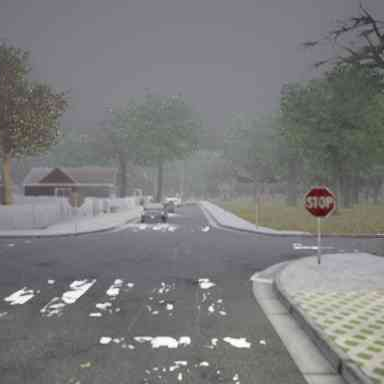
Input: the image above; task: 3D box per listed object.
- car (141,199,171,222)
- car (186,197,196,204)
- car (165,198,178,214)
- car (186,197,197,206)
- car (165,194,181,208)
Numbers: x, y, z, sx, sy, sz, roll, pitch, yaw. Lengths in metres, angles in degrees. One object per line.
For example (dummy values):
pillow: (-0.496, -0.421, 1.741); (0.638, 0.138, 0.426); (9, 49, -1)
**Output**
car: (-2.899, 1.557, 26.592); (1.812, 1.442, 4.674); (0, 0, -1)
car: (-0.170, 1.779, 68.621); (1.994, 1.385, 4.181); (0, 0, 0)
car: (-2.937, 1.628, 36.868); (1.994, 1.385, 4.181); (0, 0, 0)
car: (-0.092, 1.765, 58.556); (1.895, 1.301, 4.718); (0, 0, 0)
car: (-2.925, 1.354, 51.688); (2.150, 2.045, 5.566); (0, -1, 3)
